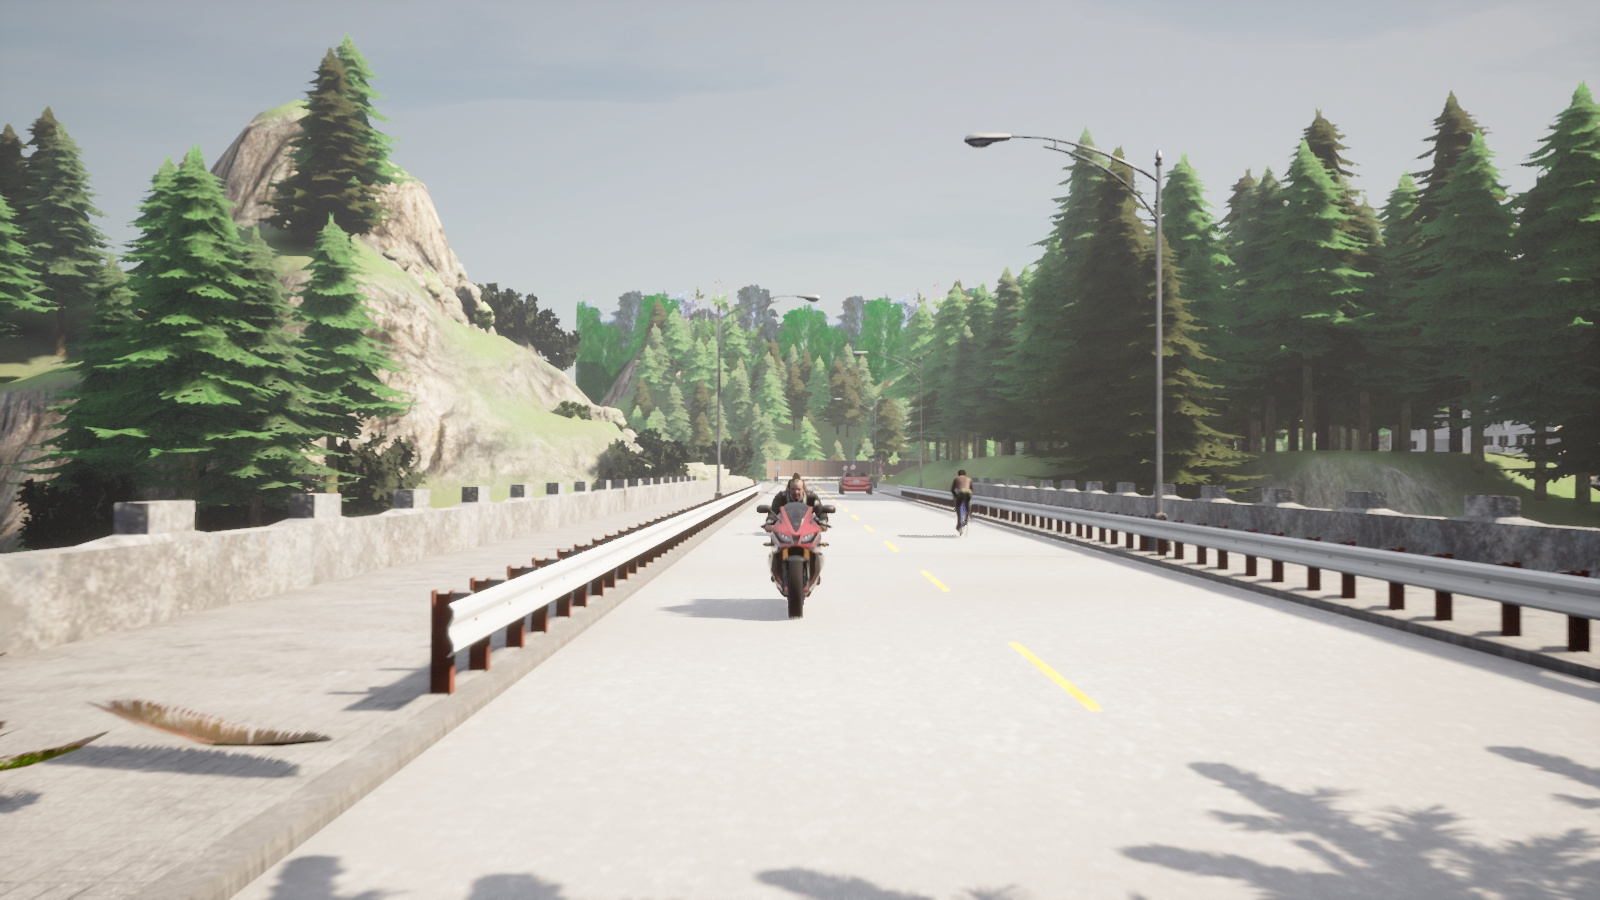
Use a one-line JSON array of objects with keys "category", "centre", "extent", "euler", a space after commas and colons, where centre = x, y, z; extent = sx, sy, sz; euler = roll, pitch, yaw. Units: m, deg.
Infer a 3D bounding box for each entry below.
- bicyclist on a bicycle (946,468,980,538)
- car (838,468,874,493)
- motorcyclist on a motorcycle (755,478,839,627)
[{"category": "bicyclist on a bicycle", "centre": [3.922, 1.259, 30.272], "extent": [0.582, 1.620, 1.656], "euler": [0, -1, 0]}, {"category": "car", "centre": [3.786, 2.088, 86.291], "extent": [2.242, 1.667, 4.611], "euler": [0, -1, 0]}, {"category": "motorcyclist on a motorcycle", "centre": [-0.035, 1.086, 14.105], "extent": [0.866, 1.530, 2.191], "euler": [0, -1, 0]}]
